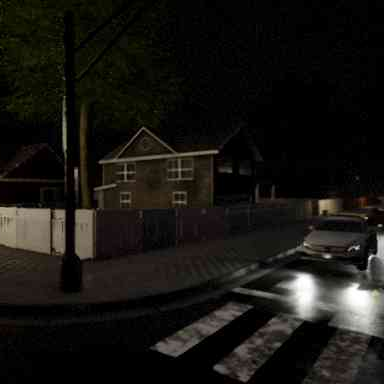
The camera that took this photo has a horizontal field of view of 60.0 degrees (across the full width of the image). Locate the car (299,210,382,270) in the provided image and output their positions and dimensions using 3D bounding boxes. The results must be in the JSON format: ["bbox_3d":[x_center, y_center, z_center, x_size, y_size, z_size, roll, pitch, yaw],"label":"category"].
[{"bbox_3d":[5.148,1.549,11.376,1.812,1.442,4.674,0,0,34],"label":"car"}]

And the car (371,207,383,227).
[{"bbox_3d":[12.201,1.634,21.091,1.895,1.301,4.718,0,0,36],"label":"car"}]
